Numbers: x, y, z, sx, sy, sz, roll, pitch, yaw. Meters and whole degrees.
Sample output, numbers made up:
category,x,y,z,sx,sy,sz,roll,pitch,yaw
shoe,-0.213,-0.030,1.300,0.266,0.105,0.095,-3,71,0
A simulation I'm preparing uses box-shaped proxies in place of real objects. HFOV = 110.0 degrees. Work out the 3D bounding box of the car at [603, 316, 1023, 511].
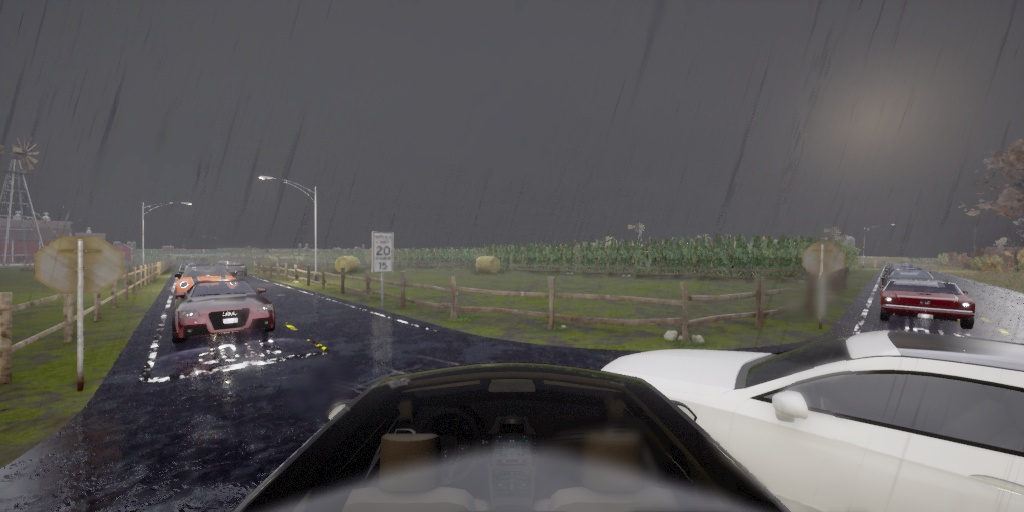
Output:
category,x,y,z,sx,sy,sz,roll,pitch,yaw
car,2.811,1.293,2.539,1.812,1.442,4.674,0,1,-45

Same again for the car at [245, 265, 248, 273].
category,x,y,z,sx,sy,sz,roll,pitch,yaw
car,-27.438,1.308,35.450,2.128,1.511,4.902,0,0,-42

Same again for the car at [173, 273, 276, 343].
category,x,y,z,sx,sy,sz,roll,pitch,yaw
car,-8.066,1.361,9.986,1.994,1.385,4.181,0,0,-43

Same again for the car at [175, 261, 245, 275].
category,x,y,z,sx,sy,sz,roll,pitch,yaw
car,-13.925,1.151,16.394,2.097,1.767,4.553,0,0,-42

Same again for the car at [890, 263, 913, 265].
category,x,y,z,sx,sy,sz,roll,pitch,yaw
car,27.037,1.406,24.735,4.181,1.385,1.994,0,1,-44

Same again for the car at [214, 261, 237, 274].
category,x,y,z,sx,sy,sz,roll,pitch,yaw
car,-34.255,1.336,42.820,1.837,1.490,4.892,0,0,-42

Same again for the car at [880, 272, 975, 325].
category,x,y,z,sx,sy,sz,roll,pitch,yaw
car,13.372,1.400,11.738,4.718,1.301,1.895,0,1,-44

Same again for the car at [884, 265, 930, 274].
category,x,y,z,sx,sy,sz,roll,pitch,yaw
car,20.364,1.366,18.393,5.357,1.411,2.033,0,1,-44
